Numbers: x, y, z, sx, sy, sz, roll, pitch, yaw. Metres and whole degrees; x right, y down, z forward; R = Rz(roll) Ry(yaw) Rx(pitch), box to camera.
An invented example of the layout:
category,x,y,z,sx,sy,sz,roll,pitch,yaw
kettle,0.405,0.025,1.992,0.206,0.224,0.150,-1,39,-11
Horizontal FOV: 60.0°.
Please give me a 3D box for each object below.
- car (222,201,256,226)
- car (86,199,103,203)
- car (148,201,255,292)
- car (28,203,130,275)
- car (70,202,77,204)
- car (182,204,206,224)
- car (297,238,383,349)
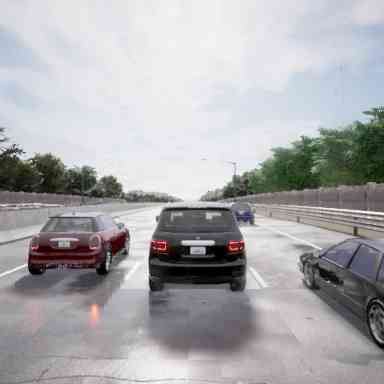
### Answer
category,x,y,z,sx,sy,sz,roll,pitch,yaw
car,3.673,1.651,26.939,2.097,1.767,4.553,0,-1,0
car,-17.339,2.221,59.069,2.150,2.045,5.566,0,-2,0
car,0.125,1.264,9.208,2.150,2.045,5.566,0,0,0
car,-3.367,1.408,10.805,2.097,1.767,4.553,0,-1,-1
car,-20.839,2.605,59.098,1.882,1.535,5.008,0,-2,0
car,0.178,1.808,28.384,1.882,1.535,5.008,0,-1,0
car,3.612,1.569,6.156,2.033,1.411,5.357,0,0,1
